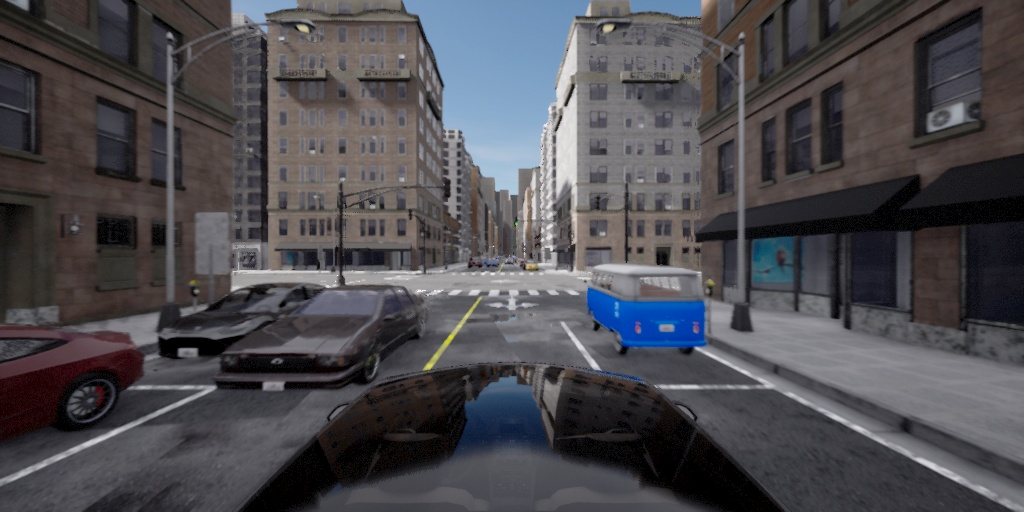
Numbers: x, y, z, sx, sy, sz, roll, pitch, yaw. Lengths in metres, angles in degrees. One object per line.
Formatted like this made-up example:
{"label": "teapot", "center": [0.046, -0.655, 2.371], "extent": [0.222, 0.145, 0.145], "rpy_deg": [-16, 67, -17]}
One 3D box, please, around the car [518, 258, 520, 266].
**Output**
{"label": "car", "center": [2.505, 1.299, 58.702], "extent": [2.007, 1.370, 4.403], "rpy_deg": [0, 0, -1]}

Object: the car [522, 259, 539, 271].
{"label": "car", "center": [2.654, 1.277, 47.821], "extent": [1.751, 1.417, 4.829], "rpy_deg": [0, 0, -1]}

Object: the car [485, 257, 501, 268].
{"label": "car", "center": [-3.407, 1.295, 61.007], "extent": [2.033, 1.411, 5.357], "rpy_deg": [0, 0, 0]}

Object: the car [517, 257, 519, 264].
{"label": "car", "center": [2.430, 1.311, 64.227], "extent": [1.948, 1.339, 4.313], "rpy_deg": [0, 0, -1]}

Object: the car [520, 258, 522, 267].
{"label": "car", "center": [2.581, 1.190, 53.176], "extent": [1.967, 1.591, 4.097], "rpy_deg": [0, 0, -1]}

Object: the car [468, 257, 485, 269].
{"label": "car", "center": [-6.019, 1.063, 58.586], "extent": [2.192, 1.841, 5.009], "rpy_deg": [0, 0, -1]}

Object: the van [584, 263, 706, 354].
{"label": "van", "center": [2.858, 1.092, 8.461], "extent": [1.690, 1.789, 3.998], "rpy_deg": [0, 0, 0]}

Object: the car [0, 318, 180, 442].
{"label": "car", "center": [-5.667, 1.332, 3.001], "extent": [1.802, 1.307, 4.207], "rpy_deg": [0, 0, 0]}

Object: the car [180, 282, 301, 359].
{"label": "car", "center": [-5.667, 1.317, 8.453], "extent": [1.948, 1.339, 4.313], "rpy_deg": [0, 0, 0]}

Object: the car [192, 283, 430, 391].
{"label": "car", "center": [-3.073, 1.299, 7.304], "extent": [2.033, 1.411, 5.357], "rpy_deg": [0, 0, 0]}
